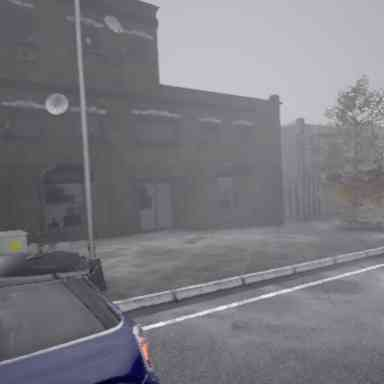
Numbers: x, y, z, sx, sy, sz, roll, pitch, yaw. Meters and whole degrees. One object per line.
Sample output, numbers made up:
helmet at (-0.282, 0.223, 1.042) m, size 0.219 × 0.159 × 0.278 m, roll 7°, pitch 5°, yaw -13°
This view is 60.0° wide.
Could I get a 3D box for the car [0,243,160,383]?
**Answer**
car at (-2.522, 1.353, 2.193) m, size 4.553 × 1.767 × 2.097 m, roll 0°, pitch 0°, yaw -36°
